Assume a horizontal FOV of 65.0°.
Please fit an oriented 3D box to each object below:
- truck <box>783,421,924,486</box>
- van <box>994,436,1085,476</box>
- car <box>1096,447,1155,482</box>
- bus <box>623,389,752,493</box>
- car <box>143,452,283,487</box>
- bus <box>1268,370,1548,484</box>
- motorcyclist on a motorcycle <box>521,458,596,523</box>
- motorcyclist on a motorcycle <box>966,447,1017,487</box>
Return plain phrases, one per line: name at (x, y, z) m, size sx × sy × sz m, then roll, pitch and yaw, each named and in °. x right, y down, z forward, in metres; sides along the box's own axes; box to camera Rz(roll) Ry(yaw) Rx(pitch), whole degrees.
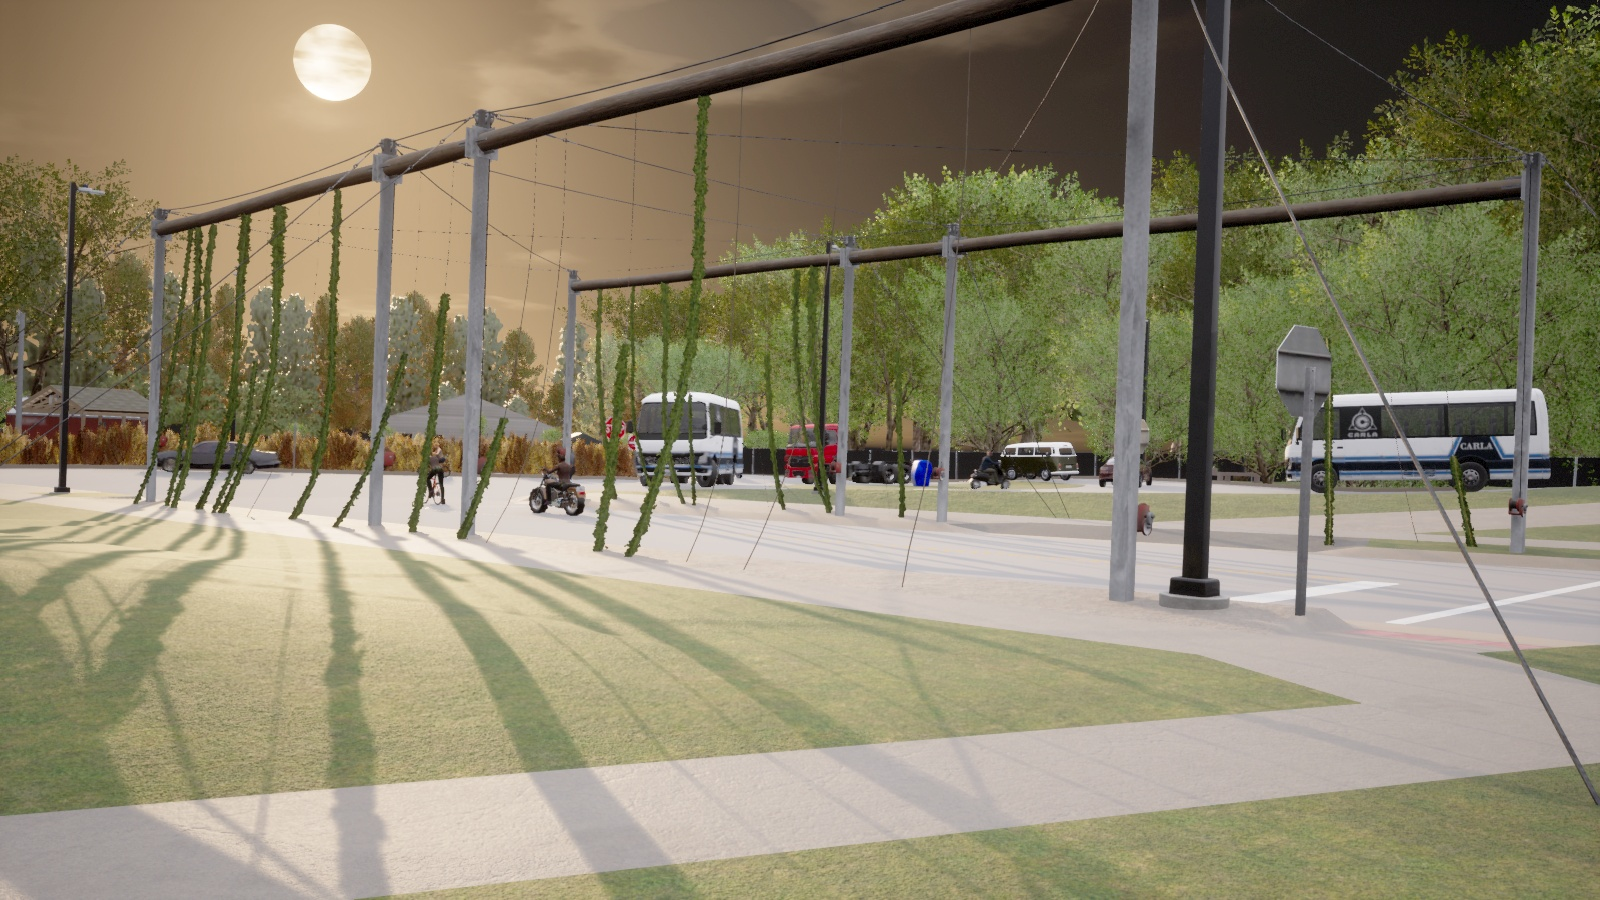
truck at (3.068, 0.151, 70.796) m, size 7.936 × 3.462 × 2.891 m, roll -1°, pitch 0°, yaw -39°
van at (12.762, 0.334, 67.082) m, size 2.069 × 2.038 × 4.480 m, roll -2°, pitch 1°, yaw -36°
car at (14.995, 0.637, 57.642) m, size 1.812 × 1.442 × 4.674 m, roll -1°, pitch 0°, yaw 24°
bus at (-4.939, -0.363, 57.855) m, size 3.944 × 4.253 × 10.273 m, roll -1°, pitch 0°, yaw 6°
car at (-25.533, 0.850, 54.804) m, size 5.357 × 1.411 × 2.033 m, roll 1°, pitch 1°, yaw -20°
bus at (25.671, -0.866, 53.713) m, size 10.273 × 4.253 × 3.944 m, roll -2°, pitch -1°, yaw 23°
motorcyclist on a motorcycle at (-6.377, 1.053, 33.081) m, size 2.350 × 1.649 × 0.766 m, roll -1°, pitch -1°, yaw 45°
motorcyclist on a motorcycle at (7.779, 0.671, 50.970) m, size 1.817 × 1.590 × 0.866 m, roll 0°, pitch -1°, yaw -16°
